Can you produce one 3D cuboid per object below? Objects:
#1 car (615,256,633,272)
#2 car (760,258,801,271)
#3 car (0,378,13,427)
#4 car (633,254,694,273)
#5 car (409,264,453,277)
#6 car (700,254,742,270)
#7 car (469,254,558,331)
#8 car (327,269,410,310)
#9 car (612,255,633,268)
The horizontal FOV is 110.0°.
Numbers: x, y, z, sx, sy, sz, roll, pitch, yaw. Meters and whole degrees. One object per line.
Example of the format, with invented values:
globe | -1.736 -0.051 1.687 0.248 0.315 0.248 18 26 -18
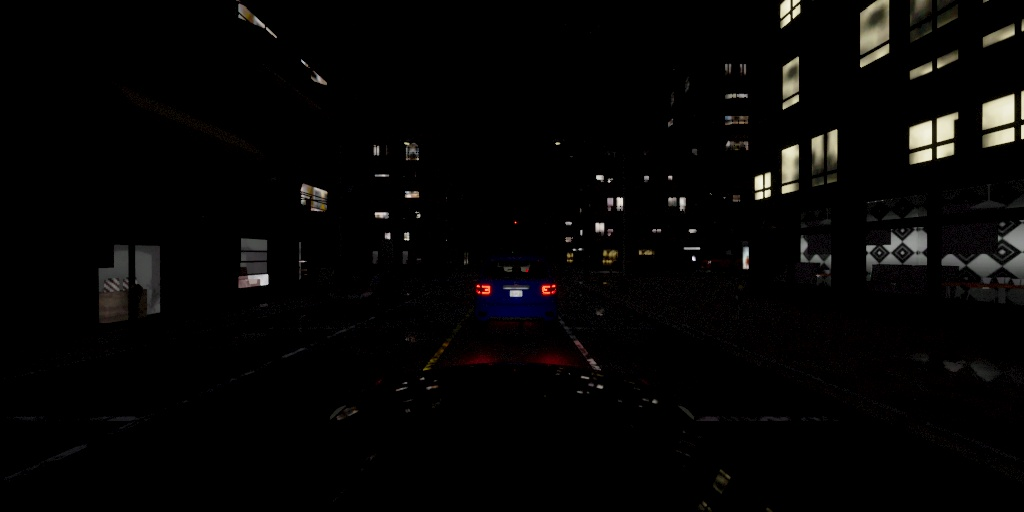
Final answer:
car | 14.422 0.983 40.230 4.674 1.442 1.812 -1 0 -1
car | 25.807 0.822 34.556 4.313 1.339 1.948 0 0 0
car | -5.690 1.300 1.566 2.007 1.370 4.403 0 0 0
car | 14.713 0.778 34.461 5.009 1.841 2.192 0 0 0
car | -8.615 1.488 37.661 4.718 1.301 1.895 -1 0 -13
car | 23.687 0.636 40.328 4.553 1.767 2.097 -1 0 0
car | 0.099 0.971 11.079 2.150 2.045 5.566 0 0 0
car | -5.739 1.332 14.483 1.802 1.307 4.207 0 0 0
car | 14.580 0.764 42.840 5.009 1.841 2.192 0 0 0
